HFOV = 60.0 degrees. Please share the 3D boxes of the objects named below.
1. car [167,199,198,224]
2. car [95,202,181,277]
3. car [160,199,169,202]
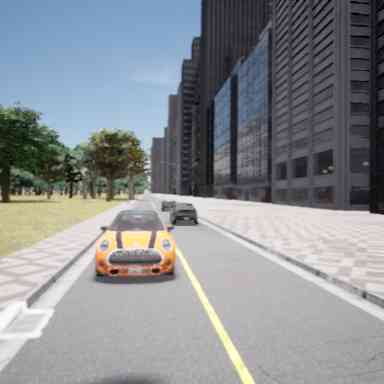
[{"bbox_3d":[-0.682,1.590,25.730,1.837,1.490,4.892,1,0,-7],"label":"car"},{"bbox_3d":[-1.699,1.373,10.412,2.097,1.767,4.553,1,0,-8],"label":"car"},{"bbox_3d":[-2.977,1.593,42.710,2.128,1.511,4.902,1,-1,-7],"label":"car"}]
